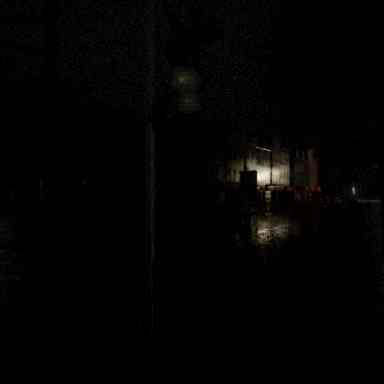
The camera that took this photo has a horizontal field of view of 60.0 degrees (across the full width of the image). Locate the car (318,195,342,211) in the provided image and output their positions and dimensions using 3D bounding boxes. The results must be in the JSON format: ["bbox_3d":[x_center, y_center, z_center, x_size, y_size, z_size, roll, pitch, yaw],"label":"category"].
[{"bbox_3d":[16.134,1.386,38.734,2.128,1.511,4.902,0,0,34],"label":"car"}]

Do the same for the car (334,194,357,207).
[{"bbox_3d":[22.080,1.352,47.191,1.882,1.535,5.008,0,0,36],"label":"car"}]
